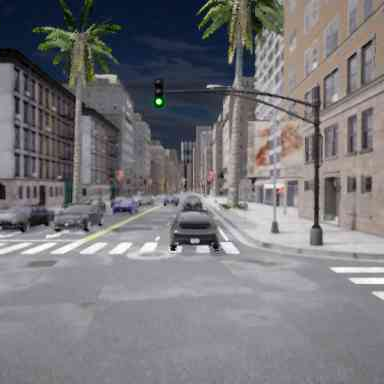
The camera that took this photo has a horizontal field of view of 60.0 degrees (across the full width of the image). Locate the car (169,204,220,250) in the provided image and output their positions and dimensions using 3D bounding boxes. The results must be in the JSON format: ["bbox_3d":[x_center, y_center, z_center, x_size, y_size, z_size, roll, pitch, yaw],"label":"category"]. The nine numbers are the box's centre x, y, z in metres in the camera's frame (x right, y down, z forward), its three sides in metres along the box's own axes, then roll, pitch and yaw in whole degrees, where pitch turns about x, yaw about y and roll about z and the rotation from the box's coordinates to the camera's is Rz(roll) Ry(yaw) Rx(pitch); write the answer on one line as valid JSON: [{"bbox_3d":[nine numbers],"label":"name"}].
[{"bbox_3d":[0.104,1.453,13.913,1.837,1.490,4.892,0,0,0],"label":"car"}]

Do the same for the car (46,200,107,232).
[{"bbox_3d":[-6.573,1.442,19.809,1.837,1.490,4.892,0,0,-1],"label":"car"}]

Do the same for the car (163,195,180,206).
[{"bbox_3d":[-3.242,1.220,51.091,2.097,1.767,4.553,0,0,0],"label":"car"}]

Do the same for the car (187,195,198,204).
[{"bbox_3d":[0.092,1.354,61.314,1.837,1.490,4.892,0,0,0],"label":"car"}]

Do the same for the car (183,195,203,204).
[{"bbox_3d":[0.105,1.255,37.378,2.097,1.767,4.553,0,0,0],"label":"car"}]

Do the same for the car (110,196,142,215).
[{"bbox_3d":[-6.585,1.383,33.386,1.882,1.535,5.008,0,0,0],"label":"car"}]

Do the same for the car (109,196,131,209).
[{"bbox_3d":[-9.821,1.351,45.649,1.882,1.535,5.008,0,1,0],"label":"car"}]

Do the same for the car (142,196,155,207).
[{"bbox_3d":[-6.557,1.377,48.194,1.837,1.490,4.892,0,0,0],"label":"car"}]

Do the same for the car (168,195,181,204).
[{"bbox_3d":[-3.241,1.338,61.128,2.128,1.511,4.902,0,0,0],"label":"car"}]

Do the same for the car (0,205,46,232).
[{"bbox_3d":[-9.859,1.482,19.725,2.033,1.411,5.357,0,0,0],"label":"car"}]
